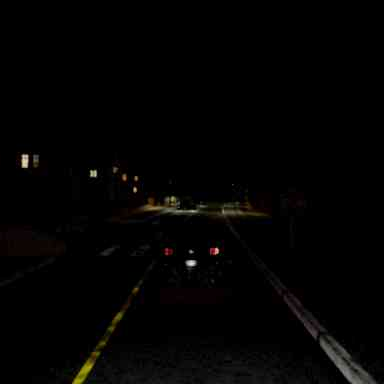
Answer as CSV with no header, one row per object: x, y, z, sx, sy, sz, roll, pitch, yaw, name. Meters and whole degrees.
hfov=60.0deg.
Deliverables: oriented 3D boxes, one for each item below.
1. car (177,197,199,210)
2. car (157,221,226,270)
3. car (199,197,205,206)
-0.675,1.482,44.379,2.097,1.767,4.553,0,0,5,car
-0.115,1.615,11.094,1.895,1.301,4.718,0,0,-3,car
1.251,1.779,61.568,1.837,1.490,4.892,0,0,8,car
